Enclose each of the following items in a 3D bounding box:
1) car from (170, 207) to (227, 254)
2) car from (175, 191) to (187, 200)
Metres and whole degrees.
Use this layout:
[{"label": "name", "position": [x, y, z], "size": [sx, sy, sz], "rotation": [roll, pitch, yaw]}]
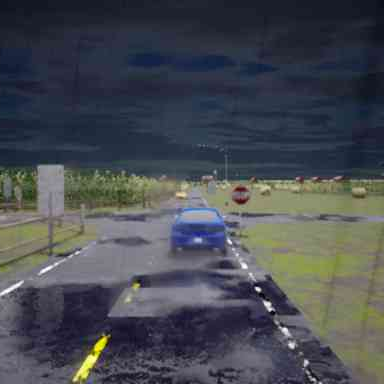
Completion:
[{"label": "car", "position": [0.305, 1.319, 12.745], "size": [1.882, 1.535, 5.008], "rotation": [0, 1, 3]}, {"label": "car", "position": [-1.995, 0.655, 61.473], "size": [1.882, 1.535, 5.008], "rotation": [0, 1, 1]}]
